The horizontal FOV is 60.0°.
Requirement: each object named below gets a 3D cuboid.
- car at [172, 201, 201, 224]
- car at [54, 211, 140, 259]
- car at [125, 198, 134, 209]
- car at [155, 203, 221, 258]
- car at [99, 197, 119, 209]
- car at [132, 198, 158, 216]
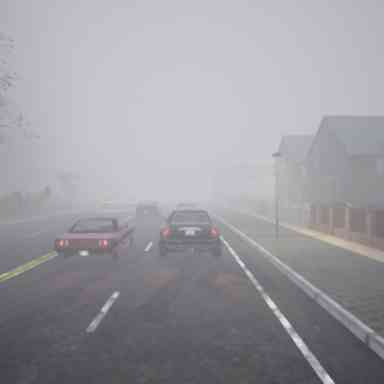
[{"bbox_3d":[-0.411,1.529,26.016,2.033,1.411,5.357,0,0,-1],"label":"car"},{"bbox_3d":[-3.333,1.594,12.452,1.895,1.301,4.718,0,0,-1],"label":"car"},{"bbox_3d":[-7.797,1.496,45.191,1.812,1.442,4.674,0,0,-2],"label":"car"},{"bbox_3d":[-0.088,1.343,12.968,2.097,1.767,4.553,0,0,-1],"label":"car"},{"bbox_3d":[-11.021,1.454,44.482,1.882,1.535,5.008,0,0,-2],"label":"car"},{"bbox_3d":[-3.752,1.459,29.289,1.882,1.535,5.008,0,0,-2],"label":"car"}]
